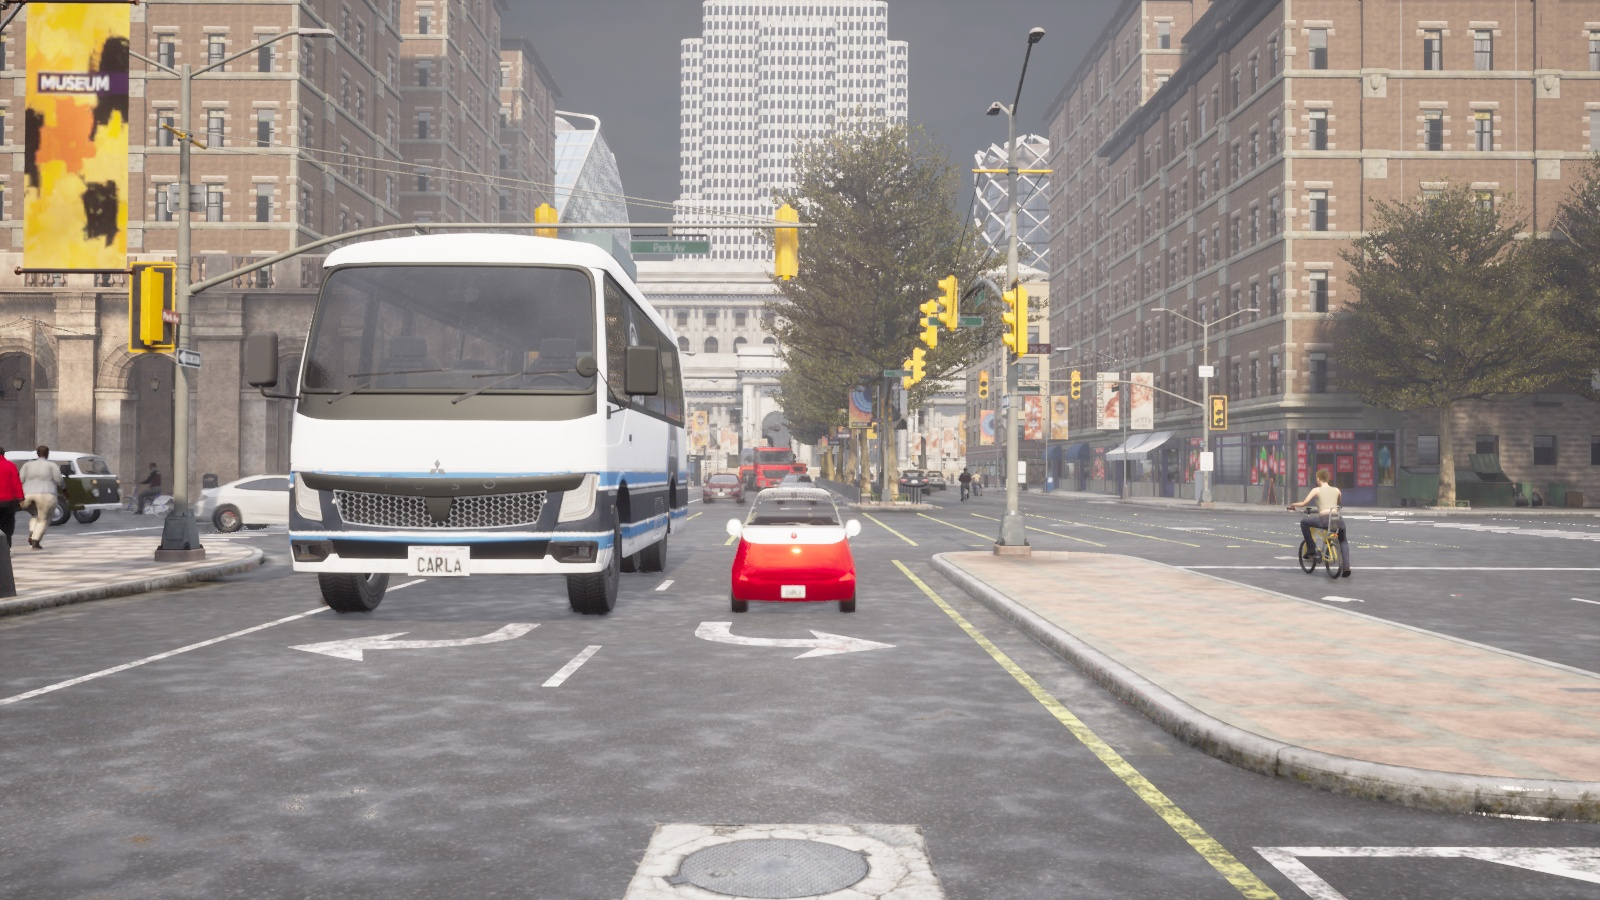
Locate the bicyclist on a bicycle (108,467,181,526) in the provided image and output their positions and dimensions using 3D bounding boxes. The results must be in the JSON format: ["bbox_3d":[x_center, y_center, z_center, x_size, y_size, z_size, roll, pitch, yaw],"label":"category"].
[{"bbox_3d":[-19.936,1.405,38.207,1.843,1.776,0.659,0,-1,0],"label":"bicyclist on a bicycle"}]

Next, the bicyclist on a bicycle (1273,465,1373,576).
[{"bbox_3d":[7.891,1.038,19.026,0.866,1.612,1.509,0,-1,0],"label":"bicyclist on a bicycle"}]

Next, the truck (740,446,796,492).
[{"bbox_3d":[-2.612,1.492,98.589,2.891,3.462,7.936,0,-1,-13],"label":"truck"}]

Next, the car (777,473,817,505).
[{"bbox_3d":[-0.118,1.859,60.804,1.812,1.442,4.674,0,-1,1],"label":"car"}]

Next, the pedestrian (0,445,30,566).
[{"bbox_3d":[-12.480,0.849,19.568,0.634,1.844,0.899,0,-1,-20],"label":"pedestrian"}]

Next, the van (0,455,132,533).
[{"bbox_3d":[-21.247,1.209,34.699,4.480,2.038,2.069,-1,-1,0],"label":"van"}]

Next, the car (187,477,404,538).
[{"bbox_3d":[-12.474,1.414,31.265,4.674,1.442,1.812,0,-1,0],"label":"car"}]

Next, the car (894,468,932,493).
[{"bbox_3d":[7.740,2.081,86.714,2.242,1.667,4.611,0,-1,0],"label":"car"}]

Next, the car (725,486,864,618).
[{"bbox_3d":[-0.062,1.112,14.435,1.481,1.376,2.207,0,-1,0],"label":"car"}]

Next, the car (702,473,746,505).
[{"bbox_3d":[-3.652,1.878,61.093,1.812,1.442,4.674,0,-1,1],"label":"car"}]

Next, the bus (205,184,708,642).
[{"bbox_3d":[-3.574,-0.268,16.838,3.944,4.253,10.273,0,-1,0],"label":"bus"}]

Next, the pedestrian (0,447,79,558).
[{"bbox_3d":[-13.074,0.886,21.622,0.874,1.855,0.900,0,-1,-8],"label":"pedestrian"}]
